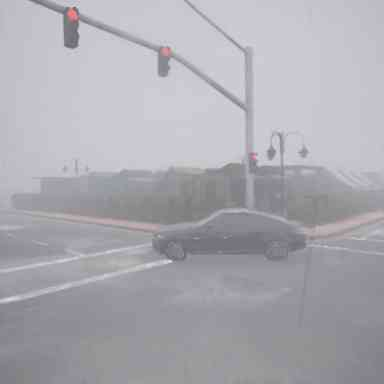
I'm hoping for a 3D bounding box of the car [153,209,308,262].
[{"bbox_3d":[1.128,1.263,10.311,4.674,1.442,1.812,0,2,2],"label":"car"}]

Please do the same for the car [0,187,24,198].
[{"bbox_3d":[-32.802,0.114,60.717,1.905,1.878,3.866,1,2,42],"label":"car"}]
